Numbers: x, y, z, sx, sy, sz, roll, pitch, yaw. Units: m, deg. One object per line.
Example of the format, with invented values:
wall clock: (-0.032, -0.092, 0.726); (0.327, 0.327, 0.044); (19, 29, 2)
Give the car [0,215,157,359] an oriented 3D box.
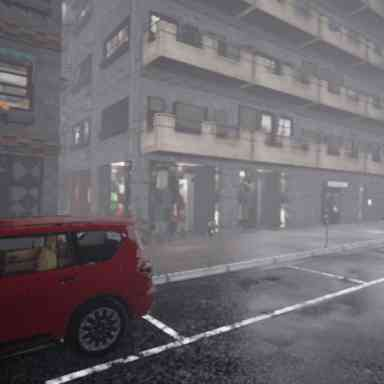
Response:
car: (-2.874, 1.315, 4.487); (5.009, 1.841, 2.192); (0, 1, -35)
